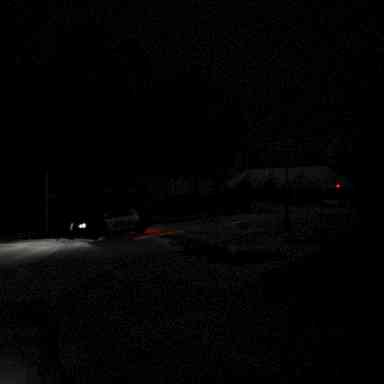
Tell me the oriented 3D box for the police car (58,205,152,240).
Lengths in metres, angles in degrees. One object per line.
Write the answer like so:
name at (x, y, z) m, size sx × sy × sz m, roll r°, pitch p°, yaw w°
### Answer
police car at (-4.348, 1.495, 17.098) m, size 2.038 × 1.542 × 4.974 m, roll 0°, pitch 0°, yaw 36°
